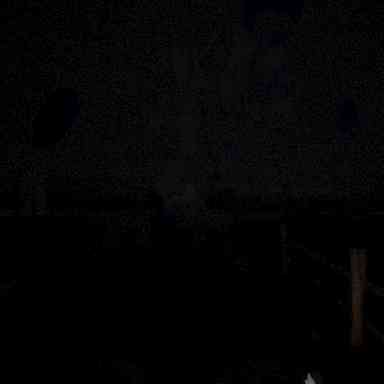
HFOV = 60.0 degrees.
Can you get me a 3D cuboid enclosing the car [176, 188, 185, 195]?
[{"bbox_3d":[-2.737,-0.113,78.702,2.097,1.767,4.553,0,1,0],"label":"car"}]
